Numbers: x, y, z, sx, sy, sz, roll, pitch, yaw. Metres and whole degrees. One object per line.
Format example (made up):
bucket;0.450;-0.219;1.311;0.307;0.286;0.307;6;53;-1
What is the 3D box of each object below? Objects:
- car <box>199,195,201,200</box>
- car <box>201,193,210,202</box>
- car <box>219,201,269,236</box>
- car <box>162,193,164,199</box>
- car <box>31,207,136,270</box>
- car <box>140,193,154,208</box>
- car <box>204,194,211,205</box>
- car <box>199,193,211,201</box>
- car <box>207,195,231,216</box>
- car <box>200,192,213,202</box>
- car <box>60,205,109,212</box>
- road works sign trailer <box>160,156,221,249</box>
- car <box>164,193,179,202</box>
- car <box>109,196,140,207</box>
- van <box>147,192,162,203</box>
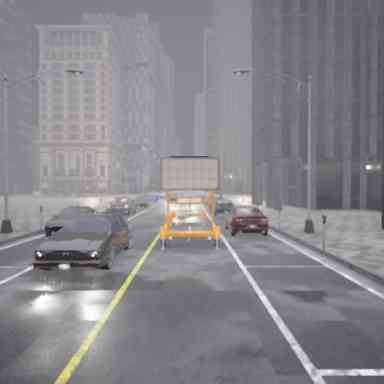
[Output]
car;2.470;1.014;50.810;2.008;1.369;4.403;0;1;0
car;2.501;1.049;45.340;1.752;1.417;4.829;0;1;0
car;2.663;1.369;16.969;1.887;1.381;4.507;0;1;0
car;-6.152;0.829;67.682;2.008;1.369;4.403;0;1;0
car;-3.162;1.436;10.875;2.033;1.411;5.357;0;1;0
car;-5.991;1.156;39.480;1.947;1.339;4.313;0;1;0
car;2.567;1.213;33.889;1.947;1.339;4.313;0;1;0
car;2.405;0.888;62.092;2.008;1.369;4.403;0;1;0
car;2.599;1.257;28.249;2.008;1.369;4.403;0;1;0
car;2.437;0.841;56.450;1.967;1.590;4.097;0;1;0
car;-5.862;1.393;16.917;1.947;1.339;4.313;0;1;0
road works sign trailer;-0.078;0.323;13.677;2.380;3.560;2.880;0;1;0
car;-3.334;0.903;57.899;1.837;1.490;4.892;0;0;0
car;-5.927;1.150;28.197;1.967;1.590;4.097;0;1;0
van;-6.056;0.808;50.758;1.690;1.788;3.998;0;1;0
